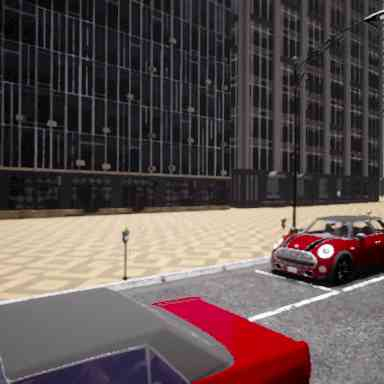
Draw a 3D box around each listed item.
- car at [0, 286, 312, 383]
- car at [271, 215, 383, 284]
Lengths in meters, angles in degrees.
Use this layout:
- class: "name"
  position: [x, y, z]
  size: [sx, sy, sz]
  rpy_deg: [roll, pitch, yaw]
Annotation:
- class: "car"
  position: [-1.289, 1.600, 2.460]
  size: [4.718, 1.301, 1.895]
  rpy_deg: [0, 0, -36]
- class: "car"
  position: [4.143, 1.418, 9.506]
  size: [4.097, 1.590, 1.967]
  rpy_deg: [0, 1, -36]
